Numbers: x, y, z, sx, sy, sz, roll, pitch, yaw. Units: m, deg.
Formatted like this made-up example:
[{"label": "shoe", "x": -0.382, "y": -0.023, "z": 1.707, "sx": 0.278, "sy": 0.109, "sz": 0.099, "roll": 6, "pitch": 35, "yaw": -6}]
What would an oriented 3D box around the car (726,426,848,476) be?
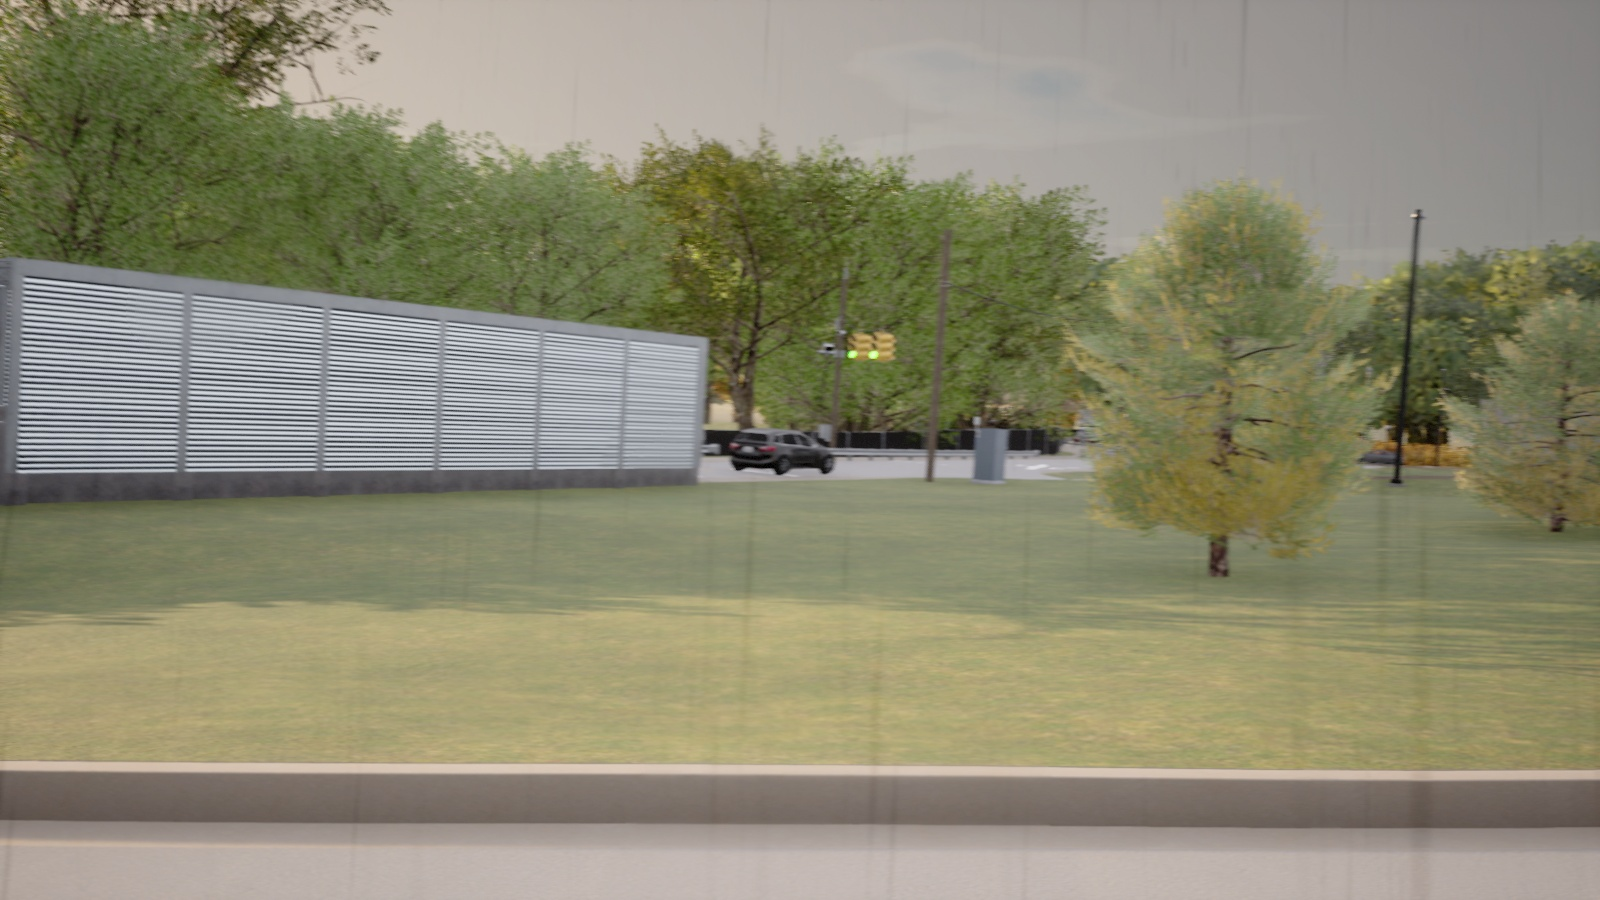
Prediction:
[{"label": "car", "x": -0.430, "y": -0.007, "z": 47.471, "sx": 2.242, "sy": 1.667, "sz": 4.611, "roll": 4, "pitch": 3, "yaw": 35}]
